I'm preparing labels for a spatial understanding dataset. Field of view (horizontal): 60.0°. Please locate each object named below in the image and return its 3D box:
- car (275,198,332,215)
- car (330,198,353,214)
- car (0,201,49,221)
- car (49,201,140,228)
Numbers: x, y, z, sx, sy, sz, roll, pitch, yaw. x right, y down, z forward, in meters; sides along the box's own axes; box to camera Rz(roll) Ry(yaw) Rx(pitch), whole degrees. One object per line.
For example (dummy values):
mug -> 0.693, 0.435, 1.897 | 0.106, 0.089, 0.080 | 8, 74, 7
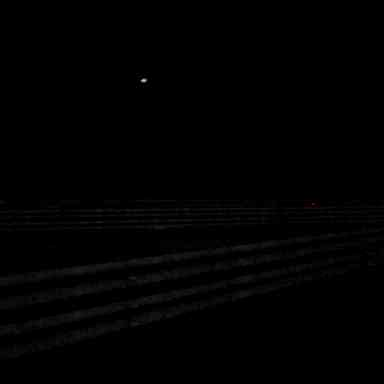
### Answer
car -> 8.848, 1.392, 27.375 | 4.181, 1.385, 1.994 | 0, 0, -16
car -> 13.610, 1.342, 32.430 | 4.892, 1.490, 1.837 | 0, 0, -16
car -> -11.281, 1.284, 21.416 | 4.674, 1.442, 1.812 | 0, 0, -16
car -> -5.483, 1.286, 19.484 | 4.892, 1.490, 1.837 | 0, 0, -16
